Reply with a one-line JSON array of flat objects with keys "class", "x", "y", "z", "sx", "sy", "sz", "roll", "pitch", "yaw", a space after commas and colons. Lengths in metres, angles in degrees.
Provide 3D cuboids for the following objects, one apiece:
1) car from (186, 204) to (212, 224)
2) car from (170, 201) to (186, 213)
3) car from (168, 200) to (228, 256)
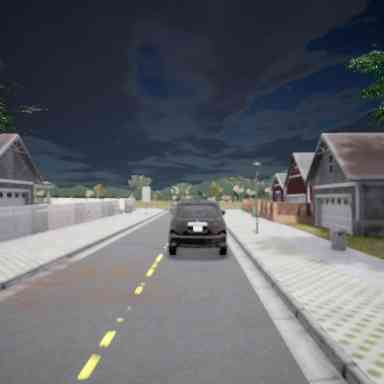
[{"class": "car", "x": 0.592, "y": 1.839, "z": 28.895, "sx": 2.033, "sy": 1.411, "sz": 5.357, "roll": 0, "pitch": -1, "yaw": 1}, {"class": "car", "x": -1.815, "y": 1.985, "z": 44.325, "sx": 1.812, "sy": 1.442, "sz": 4.674, "roll": 0, "pitch": -1, "yaw": 1}, {"class": "car", "x": 0.254, "y": 1.354, "z": 13.933, "sx": 2.150, "sy": 2.045, "sz": 5.566, "roll": 0, "pitch": 0, "yaw": 1}]
